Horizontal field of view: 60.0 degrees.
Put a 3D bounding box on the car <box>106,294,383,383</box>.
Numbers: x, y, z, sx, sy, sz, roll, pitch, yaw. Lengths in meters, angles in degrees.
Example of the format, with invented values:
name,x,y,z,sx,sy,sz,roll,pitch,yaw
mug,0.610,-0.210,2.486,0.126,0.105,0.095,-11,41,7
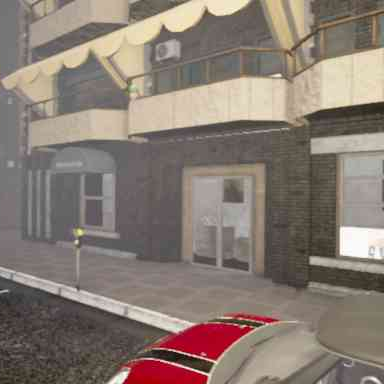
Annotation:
name,x,y,z,sx,sy,sz,roll,pitch,yaw
car,1.178,1.439,2.035,4.097,1.590,1.967,1,0,35
